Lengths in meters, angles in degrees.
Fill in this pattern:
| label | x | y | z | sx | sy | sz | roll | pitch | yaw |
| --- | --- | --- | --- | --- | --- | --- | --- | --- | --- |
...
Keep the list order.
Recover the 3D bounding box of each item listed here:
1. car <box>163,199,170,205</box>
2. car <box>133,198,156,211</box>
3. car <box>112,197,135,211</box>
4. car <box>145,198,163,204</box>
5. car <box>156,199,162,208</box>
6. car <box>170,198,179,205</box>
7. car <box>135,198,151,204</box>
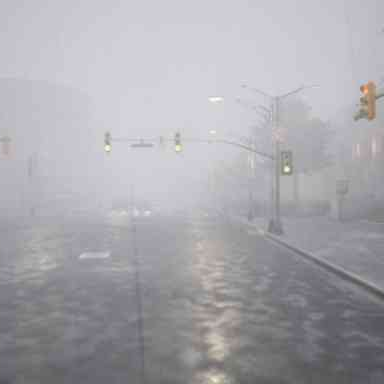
| label | x | y | z | sx | sy | sz | roll | pitch | yaw |
| --- | --- | --- | --- | --- | --- | --- | --- | --- | --- |
| car | -7.572 | 2.494 | 80.324 | 1.895 | 1.301 | 4.718 | 0 | -1 | -25 |
| car | -7.101 | 2.039 | 50.129 | 1.882 | 1.535 | 5.008 | 0 | -1 | 0 |
| car | -10.599 | 1.789 | 50.667 | 2.150 | 2.045 | 5.566 | 0 | -1 | 0 |
| car | -10.393 | 2.500 | 91.144 | 2.033 | 1.411 | 5.357 | 1 | -1 | -43 |
| car | -7.104 | 2.146 | 59.673 | 1.882 | 1.535 | 5.008 | 0 | -1 | 0 |
| car | -4.917 | 2.282 | 82.811 | 2.097 | 1.767 | 4.553 | 0 | -1 | -29 |
| car | -13.120 | 2.423 | 88.951 | 1.882 | 1.535 | 5.008 | 1 | -1 | -43 |
